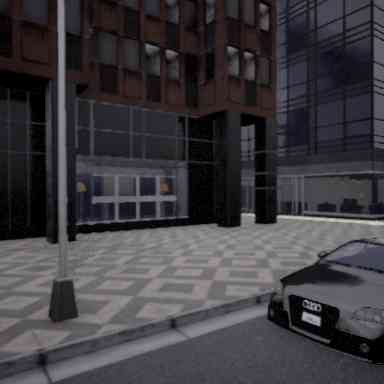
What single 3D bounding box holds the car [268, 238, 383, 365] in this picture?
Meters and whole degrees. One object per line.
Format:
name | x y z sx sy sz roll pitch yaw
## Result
car | 3.258 1.540 5.691 4.181 1.385 1.994 0 0 -35
